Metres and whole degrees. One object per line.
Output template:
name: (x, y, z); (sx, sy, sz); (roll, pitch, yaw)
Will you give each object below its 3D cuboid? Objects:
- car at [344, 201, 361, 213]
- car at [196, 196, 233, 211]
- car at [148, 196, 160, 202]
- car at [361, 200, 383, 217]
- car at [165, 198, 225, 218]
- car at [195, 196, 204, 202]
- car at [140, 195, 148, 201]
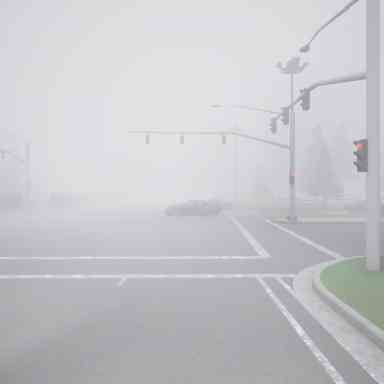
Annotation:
car: (18.842, 1.564, 36.229); (4.181, 1.385, 1.994); (0, 0, -1)
car: (2.768, 1.526, 39.188); (1.812, 1.442, 4.674); (-2, 1, -43)
car: (-8.736, 1.595, 79.175); (1.895, 1.301, 4.718); (0, 0, 0)
car: (18.098, 1.491, 29.220); (4.902, 1.511, 2.128); (0, 0, -1)
car: (0.105, 1.491, 29.001); (4.902, 1.511, 2.128); (0, 0, -1)
car: (1.755, 1.595, 76.417); (1.895, 1.301, 4.718); (0, 0, 0)
car: (-12.212, 1.478, 85.389); (1.882, 1.535, 5.008); (0, 0, 0)
